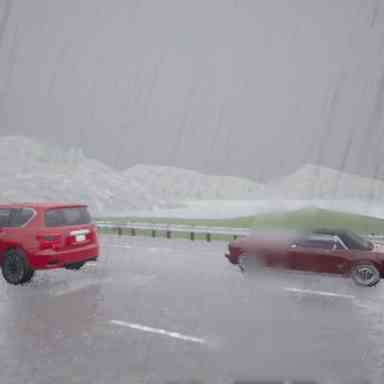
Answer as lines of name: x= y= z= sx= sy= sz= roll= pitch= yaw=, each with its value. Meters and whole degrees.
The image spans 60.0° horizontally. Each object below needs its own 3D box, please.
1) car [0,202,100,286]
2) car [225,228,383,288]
car: x=-5.319 y=1.305 z=9.792 sx=5.566 sy=2.045 sz=2.150 roll=0 pitch=-1 yaw=25
car: x=3.370 y=1.681 z=9.396 sx=4.718 sy=1.301 sz=1.895 roll=0 pitch=-1 yaw=27
